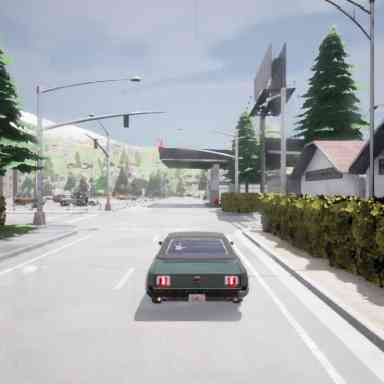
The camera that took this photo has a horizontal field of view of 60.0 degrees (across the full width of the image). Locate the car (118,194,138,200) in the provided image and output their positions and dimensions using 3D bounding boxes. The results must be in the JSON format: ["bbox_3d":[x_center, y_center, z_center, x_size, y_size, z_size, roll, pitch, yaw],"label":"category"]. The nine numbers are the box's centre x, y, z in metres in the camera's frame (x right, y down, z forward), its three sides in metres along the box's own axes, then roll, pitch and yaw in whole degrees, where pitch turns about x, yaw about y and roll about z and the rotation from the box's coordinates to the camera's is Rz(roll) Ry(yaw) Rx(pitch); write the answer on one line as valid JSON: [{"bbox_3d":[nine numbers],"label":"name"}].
[{"bbox_3d":[-16.380,1.330,84.904,5.027,1.636,2.152,0,0,0],"label":"car"}]

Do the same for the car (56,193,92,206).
[{"bbox_3d":[-16.743,1.077,47.319,3.866,1.878,1.905,0,0,0],"label":"car"}]

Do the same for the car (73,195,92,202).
[{"bbox_3d":[-23.992,1.319,73.018,3.633,1.501,1.845,0,0,0],"label":"car"}]

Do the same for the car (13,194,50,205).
[{"bbox_3d":[-24.628,1.097,50.565,4.605,1.855,1.932,0,0,0],"label":"car"}]

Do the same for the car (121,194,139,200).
[{"bbox_3d":[-16.449,1.339,88.040,4.514,1.523,2.007,0,0,0],"label":"car"}]

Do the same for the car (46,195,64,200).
[{"bbox_3d":[-35.046,1.384,84.953,3.806,1.475,1.970,0,0,0],"label":"car"}]

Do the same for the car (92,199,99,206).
[{"bbox_3d":[-16.149,1.361,50.647,3.806,1.475,1.970,0,0,0],"label":"car"}]

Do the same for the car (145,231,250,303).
[{"bbox_3d":[0.100,1.601,8.130,1.895,1.301,4.718,0,0,0],"label":"car"}]

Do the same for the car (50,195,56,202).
[{"bbox_3d":[-23.982,1.298,63.025,4.514,1.523,2.007,0,0,0],"label":"car"}]
